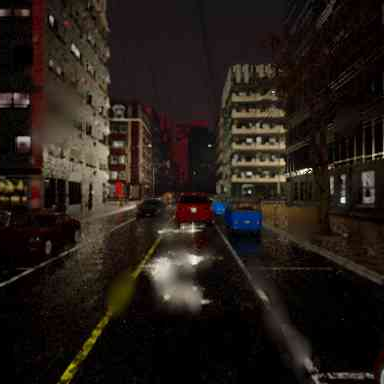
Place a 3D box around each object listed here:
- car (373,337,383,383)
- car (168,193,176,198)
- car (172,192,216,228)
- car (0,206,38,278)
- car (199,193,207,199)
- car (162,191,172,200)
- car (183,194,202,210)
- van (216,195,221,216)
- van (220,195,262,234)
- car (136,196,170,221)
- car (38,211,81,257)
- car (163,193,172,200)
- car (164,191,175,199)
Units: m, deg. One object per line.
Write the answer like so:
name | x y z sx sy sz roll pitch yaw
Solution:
car | 2.704 1.570 1.711 1.802 1.307 4.206 1 0 0
car | -5.668 0.951 95.458 2.008 1.369 4.403 1 0 0
car | 0.102 1.086 21.035 2.150 2.045 5.566 0 0 0
car | -5.670 1.269 7.201 2.192 1.841 5.009 1 0 0
car | 2.712 0.993 84.319 1.752 1.417 4.829 1 0 0
car | -5.670 1.122 72.721 1.802 1.307 4.206 1 0 0
car | 0.103 1.103 39.044 2.097 1.767 4.553 0 0 0
van | 2.711 1.154 29.250 1.690 1.788 3.998 1 0 0
van | 2.710 1.224 18.234 1.690 1.788 3.998 1 0 0
car | -3.073 1.313 25.734 1.882 1.535 5.008 0 0 0
car | -5.674 1.463 12.713 1.887 1.381 4.507 1 0 0
car | -5.668 1.031 78.234 1.752 1.417 4.829 1 0 0
car | -5.663 0.784 84.088 2.192 1.841 5.009 1 0 0
